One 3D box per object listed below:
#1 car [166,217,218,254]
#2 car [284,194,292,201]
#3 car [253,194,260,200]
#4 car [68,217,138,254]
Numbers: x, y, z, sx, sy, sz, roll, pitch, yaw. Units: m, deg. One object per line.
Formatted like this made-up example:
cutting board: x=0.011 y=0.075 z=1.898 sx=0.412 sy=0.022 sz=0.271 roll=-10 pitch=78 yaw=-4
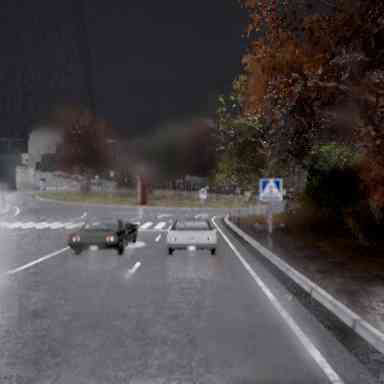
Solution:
car: x=-0.002 y=1.723 z=14.098 sx=1.895 sy=1.301 sz=4.718 roll=0 pitch=0 yaw=0
car: x=20.601 y=1.129 z=72.740 sx=2.128 sy=1.511 sz=4.902 roll=0 pitch=1 yaw=-15
car: x=16.004 y=1.171 z=76.430 sx=1.812 sy=1.442 sz=4.674 roll=-1 pitch=1 yaw=-23
car: x=-3.503 y=1.722 z=14.095 sx=1.895 sy=1.301 sz=4.718 roll=0 pitch=0 yaw=0
